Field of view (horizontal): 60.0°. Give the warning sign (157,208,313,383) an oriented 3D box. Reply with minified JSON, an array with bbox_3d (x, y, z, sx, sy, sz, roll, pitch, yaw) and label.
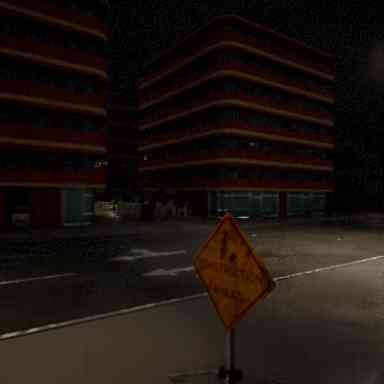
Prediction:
[{"bbox_3d":[0.419,1.141,3.616,1.060,1.860,1.300,1,0,-35],"label":"warning sign"}]
